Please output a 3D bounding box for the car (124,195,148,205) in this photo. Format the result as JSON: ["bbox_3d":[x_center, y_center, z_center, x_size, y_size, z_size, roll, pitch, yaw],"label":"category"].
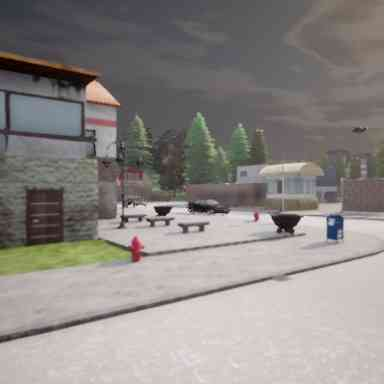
[{"bbox_3d":[-7.658,1.131,44.440,2.097,1.767,4.553,0,0,-35],"label":"car"}]

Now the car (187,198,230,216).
[{"bbox_3d":[1.527,1.379,31.397,1.882,1.535,5.008,0,0,-35],"label":"car"}]
